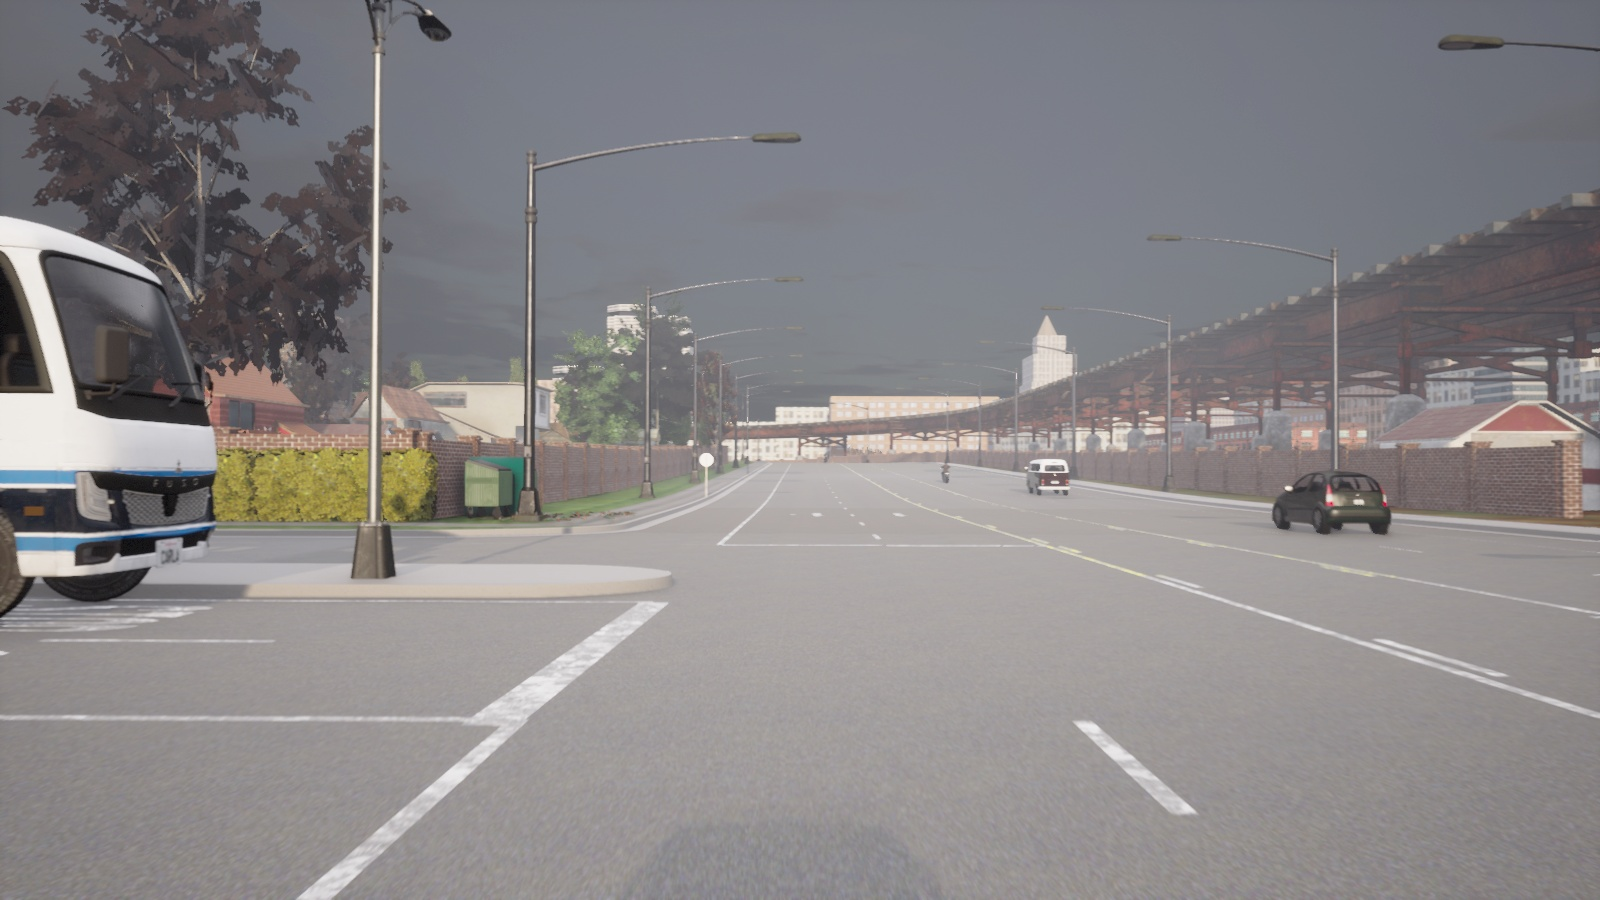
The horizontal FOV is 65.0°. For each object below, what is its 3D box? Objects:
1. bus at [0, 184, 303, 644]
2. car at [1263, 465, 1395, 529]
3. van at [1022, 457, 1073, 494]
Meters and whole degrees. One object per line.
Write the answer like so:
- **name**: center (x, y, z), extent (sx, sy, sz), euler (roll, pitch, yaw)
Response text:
- **bus**: center (-11.196, -0.293, 13.337), extent (10.273, 4.253, 3.944), euler (0, -1, -4)
- **car**: center (14.072, 1.220, 33.666), extent (1.851, 1.617, 3.988), euler (0, -1, 0)
- **van**: center (14.161, 1.419, 72.101), extent (2.069, 2.038, 4.480), euler (0, 0, 0)
